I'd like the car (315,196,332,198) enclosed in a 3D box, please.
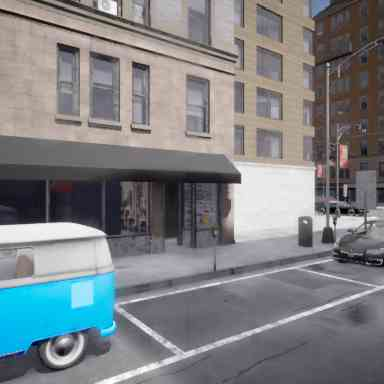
[{"bbox_3d":[15.170,1.242,40.491,2.097,1.767,4.553,0,0,-36],"label":"car"}]

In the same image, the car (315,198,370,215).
[{"bbox_3d":[13.798,1.524,30.922,1.895,1.301,4.718,0,0,-35],"label":"car"}]

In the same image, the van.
[{"bbox_3d":[-2.957,1.341,4.081,3.998,1.788,1.690,0,0,-35],"label":"van"}]

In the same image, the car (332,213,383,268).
[{"bbox_3d":[6.262,1.551,10.655,4.403,1.369,2.008,0,0,-35],"label":"car"}]
